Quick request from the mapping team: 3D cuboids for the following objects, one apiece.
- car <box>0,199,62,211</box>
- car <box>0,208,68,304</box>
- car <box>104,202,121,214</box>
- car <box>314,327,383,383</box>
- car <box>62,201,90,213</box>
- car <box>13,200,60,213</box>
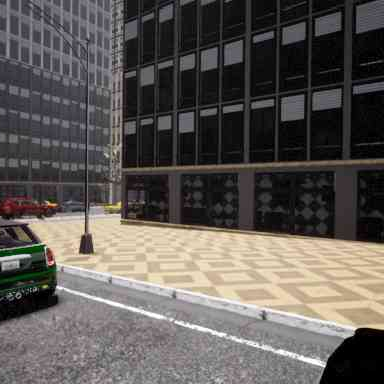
[{"bbox_3d":[-14.939,1.519,30.158,2.192,1.841,5.009,1,0,37],"label":"car"},{"bbox_3d":[-5.011,1.348,7.268,4.553,1.767,2.097,0,0,36],"label":"car"},{"bbox_3d":[-8.124,1.830,39.357,1.752,1.417,4.829,1,0,37],"label":"car"},{"bbox_3d":[2.986,1.601,1.549,4.718,1.301,1.895,0,0,36],"label":"car"},{"bbox_3d":[-14.539,1.749,40.409,1.994,1.385,4.181,1,0,37],"label":"car"},{"bbox_3d":[-18.419,1.643,39.540,1.752,1.417,4.829,1,0,37],"label":"car"}]
